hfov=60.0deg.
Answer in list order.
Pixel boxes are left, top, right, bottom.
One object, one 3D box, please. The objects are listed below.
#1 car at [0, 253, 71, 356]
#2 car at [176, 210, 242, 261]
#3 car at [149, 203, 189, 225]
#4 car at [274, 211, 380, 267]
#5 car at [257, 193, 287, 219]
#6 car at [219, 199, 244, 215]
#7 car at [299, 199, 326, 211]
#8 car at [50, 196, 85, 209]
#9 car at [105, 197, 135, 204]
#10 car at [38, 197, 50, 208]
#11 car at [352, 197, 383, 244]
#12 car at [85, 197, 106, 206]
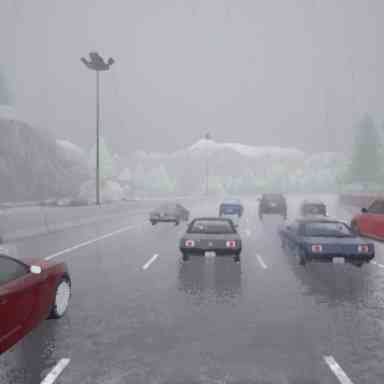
[{"bbox_3d":[-3.238,1.453,4.238,1.882,1.535,5.008,0,0,2],"label":"car"},{"bbox_3d":[0.748,1.549,12.048,1.895,1.301,4.718,0,0,5],"label":"car"},{"bbox_3d":[-1.407,1.446,22.713,2.033,1.411,5.357,0,0,10],"label":"car"},{"bbox_3d":[4.187,1.559,11.250,1.895,1.301,4.718,0,0,5],"label":"car"},{"bbox_3d":[6.669,1.113,27.657,2.150,2.045,5.566,0,0,12],"label":"car"},{"bbox_3d":[3.633,1.354,29.965,1.882,1.535,5.008,0,0,13],"label":"car"},{"bbox_3d":[10.835,1.366,30.057,1.882,1.535,5.008,0,0,13],"label":"car"},{"bbox_3d":[-15.120,1.281,42.133,2.128,1.511,4.902,0,0,16],"label":"car"},{"bbox_3d":[-8.264,1.408,40.786,1.895,1.301,4.718,0,0,16],"label":"car"},{"bbox_3d":[-18.265,1.341,43.841,1.994,1.385,4.181,0,0,16],"label":"car"},{"bbox_3d":[7.787,1.182,12.199,2.150,2.045,5.566,0,0,6],"label":"car"},{"bbox_3d":[-11.314,1.358,42.703,1.994,1.385,4.181,0,0,16],"label":"car"}]
